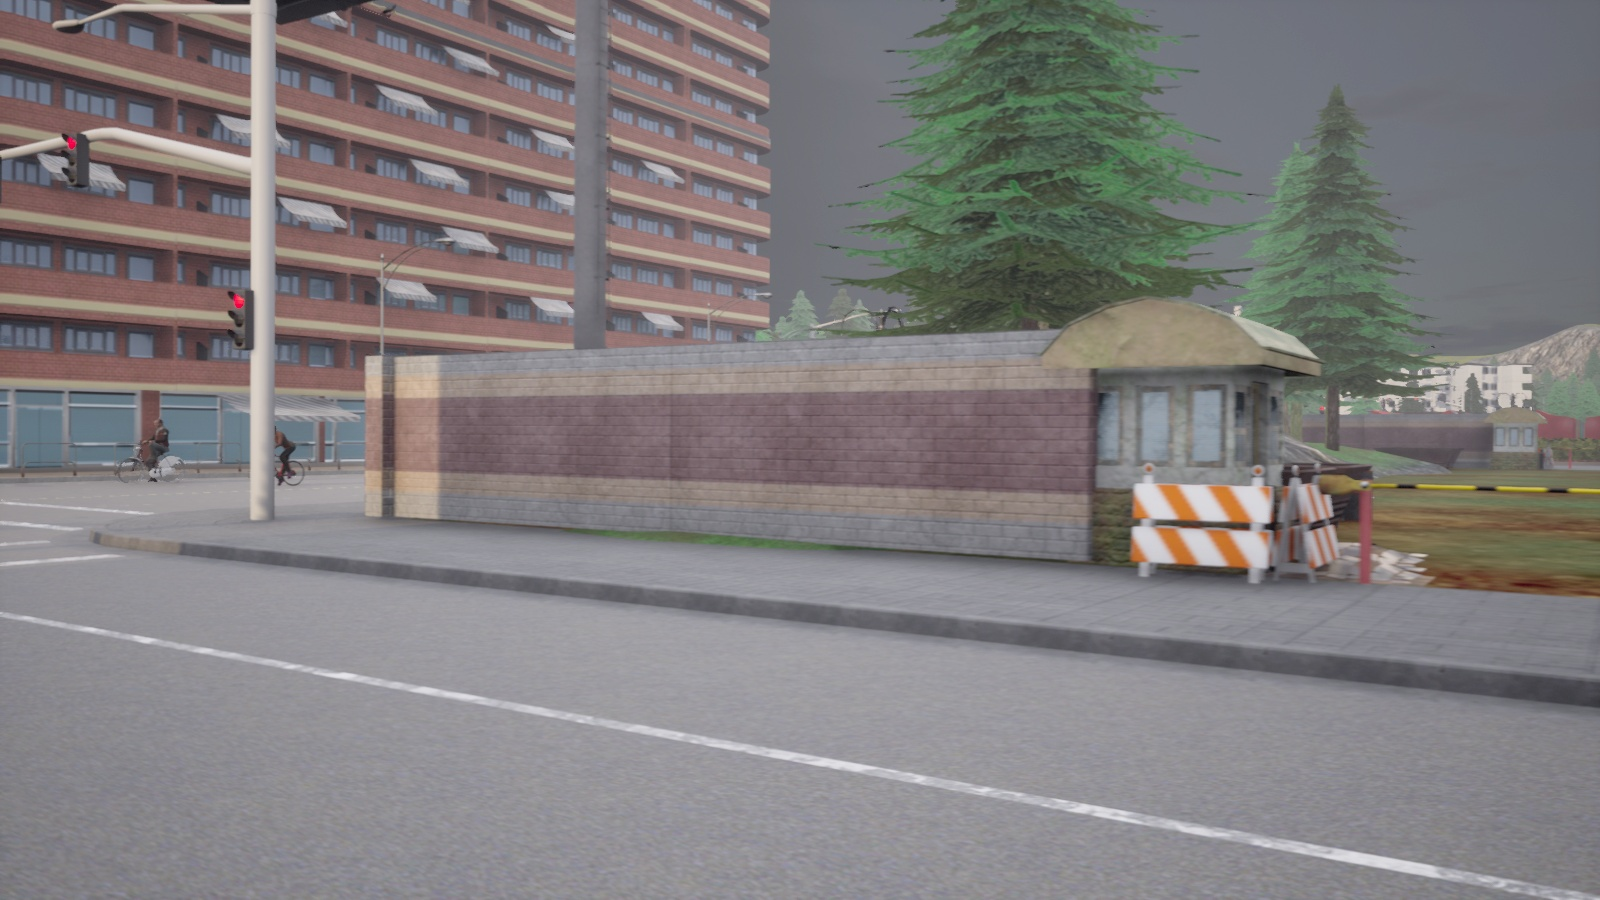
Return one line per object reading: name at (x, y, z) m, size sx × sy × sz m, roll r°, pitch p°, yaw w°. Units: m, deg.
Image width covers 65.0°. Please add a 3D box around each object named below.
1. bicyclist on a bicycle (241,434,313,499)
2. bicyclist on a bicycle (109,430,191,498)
bicyclist on a bicycle at (-13.612, 0.407, 32.731) m, size 0.582 × 1.620 × 1.656 m, roll 0°, pitch 1°, yaw 33°
bicyclist on a bicycle at (-17.307, 0.353, 33.482) m, size 0.659 × 1.776 × 1.843 m, roll 0°, pitch 1°, yaw 33°
